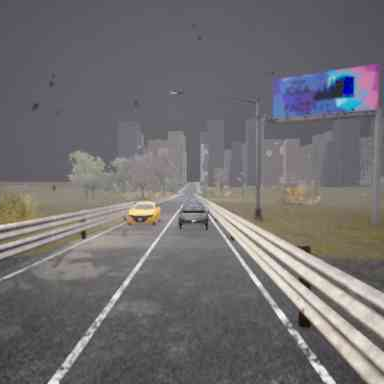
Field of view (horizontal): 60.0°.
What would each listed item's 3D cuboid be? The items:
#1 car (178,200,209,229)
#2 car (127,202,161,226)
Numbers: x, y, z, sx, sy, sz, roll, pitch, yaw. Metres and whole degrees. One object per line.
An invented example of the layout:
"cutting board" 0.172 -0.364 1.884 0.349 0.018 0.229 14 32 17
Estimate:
"car" 0.101 1.484 21.695 2.128 1.511 4.902 0 0 0
"car" -3.298 1.469 23.734 1.882 1.535 5.008 0 0 1
